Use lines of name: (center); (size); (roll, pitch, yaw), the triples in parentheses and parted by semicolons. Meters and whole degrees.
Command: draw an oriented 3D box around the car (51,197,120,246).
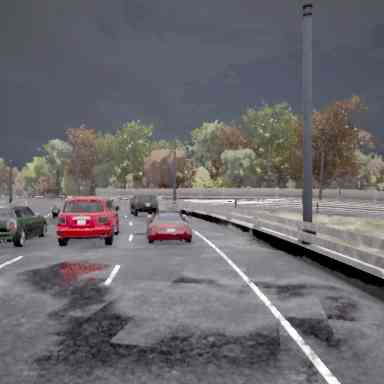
car: (-4.635, 1.256, 15.460); (2.150, 2.045, 5.566); (0, 0, -8)

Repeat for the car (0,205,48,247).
car: (-8.091, 1.364, 14.901); (2.097, 1.767, 4.553); (0, 0, -8)

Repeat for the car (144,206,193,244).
car: (-1.167, 1.570, 15.930); (1.994, 1.385, 4.181); (0, 0, -8)

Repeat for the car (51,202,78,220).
car: (-11.344, 1.614, 29.847); (1.895, 1.301, 4.718); (0, 0, -16)

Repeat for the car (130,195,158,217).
car: (-4.627, 1.256, 31.819); (2.150, 2.045, 5.566); (0, 0, -16)

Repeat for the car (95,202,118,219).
car: (-7.985, 1.614, 30.833); (1.895, 1.301, 4.718); (0, 0, -16)
